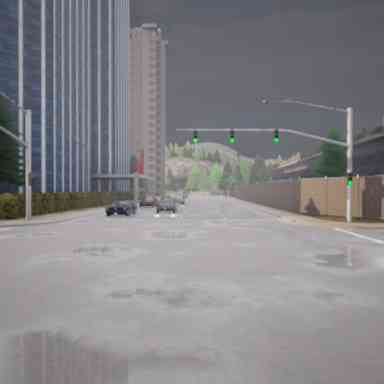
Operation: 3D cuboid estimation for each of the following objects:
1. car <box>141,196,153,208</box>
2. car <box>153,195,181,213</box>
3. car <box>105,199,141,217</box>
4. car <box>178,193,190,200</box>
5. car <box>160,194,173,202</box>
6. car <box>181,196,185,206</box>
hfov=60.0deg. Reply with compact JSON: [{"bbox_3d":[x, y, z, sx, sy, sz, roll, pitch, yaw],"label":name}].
[{"bbox_3d":[-5.716,1.255,43.792,1.882,1.535,5.008,0,1,2],"label":"car"},{"bbox_3d":[-2.503,1.330,34.109,1.837,1.490,4.892,0,0,2],"label":"car"},{"bbox_3d":[-6.152,1.449,29.301,1.895,1.301,4.718,0,0,2],"label":"car"},{"bbox_3d":[-1.500,0.827,65.133,2.033,1.411,5.357,0,0,2],"label":"car"},{"bbox_3d":[-5.003,1.219,65.119,2.033,1.411,5.357,0,0,2],"label":"car"},{"bbox_3d":[-2.010,1.273,49.924,1.812,1.442,4.674,0,0,2],"label":"car"}]
